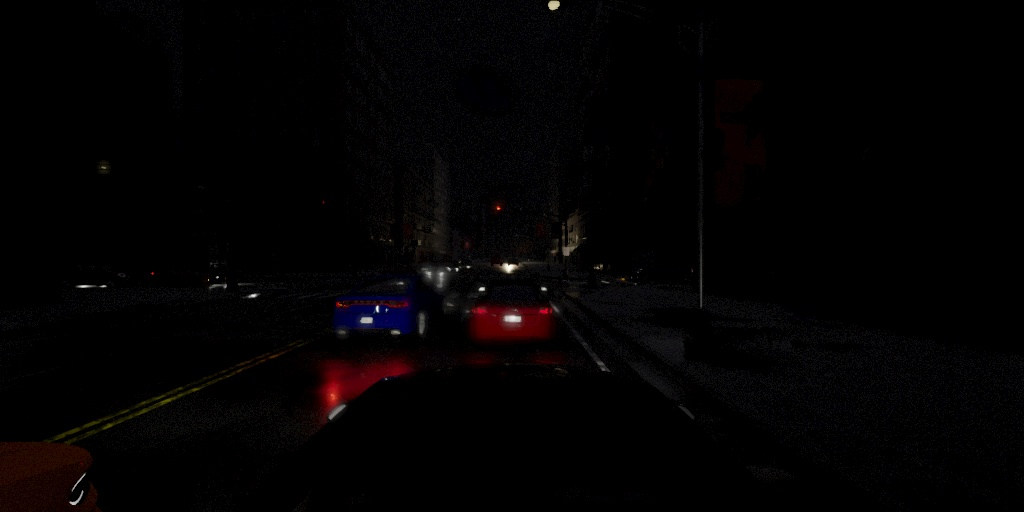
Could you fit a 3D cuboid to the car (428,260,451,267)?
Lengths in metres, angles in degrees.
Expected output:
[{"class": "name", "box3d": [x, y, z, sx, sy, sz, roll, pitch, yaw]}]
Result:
[{"class": "car", "box3d": [-9.703, 1.254, 47.121, 1.837, 1.490, 4.892, 0, 0, 0]}]

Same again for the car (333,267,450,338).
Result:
[{"class": "car", "box3d": [-3.122, 1.228, 10.176, 1.882, 1.535, 5.008, 0, 0, 0]}]

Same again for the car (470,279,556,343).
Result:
[{"class": "car", "box3d": [0.029, 1.314, 9.648, 1.994, 1.385, 4.181, 0, 0, 0]}]

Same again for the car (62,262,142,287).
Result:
[{"class": "car", "box3d": [-25.351, 1.172, 22.500, 4.097, 1.591, 1.967, 0, 0, 0]}]

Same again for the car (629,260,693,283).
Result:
[{"class": "car", "box3d": [11.631, 1.140, 28.061, 4.553, 1.767, 2.097, 0, 0, 2]}]

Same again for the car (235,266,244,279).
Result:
[{"class": "car", "box3d": [-25.283, 1.330, 30.524, 4.313, 1.339, 1.948, 0, 0, 0]}]

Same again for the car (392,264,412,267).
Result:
[{"class": "car", "box3d": [-9.756, 1.367, 31.220, 1.895, 1.301, 4.718, 0, 0, 0]}]

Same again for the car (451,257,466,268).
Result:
[{"class": "car", "box3d": [-9.635, 1.291, 61.107, 2.033, 1.411, 5.357, 0, 0, 0]}]

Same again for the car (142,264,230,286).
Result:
[{"class": "car", "box3d": [-22.523, 1.307, 25.018, 4.181, 1.385, 1.994, 0, 0, 1]}]
